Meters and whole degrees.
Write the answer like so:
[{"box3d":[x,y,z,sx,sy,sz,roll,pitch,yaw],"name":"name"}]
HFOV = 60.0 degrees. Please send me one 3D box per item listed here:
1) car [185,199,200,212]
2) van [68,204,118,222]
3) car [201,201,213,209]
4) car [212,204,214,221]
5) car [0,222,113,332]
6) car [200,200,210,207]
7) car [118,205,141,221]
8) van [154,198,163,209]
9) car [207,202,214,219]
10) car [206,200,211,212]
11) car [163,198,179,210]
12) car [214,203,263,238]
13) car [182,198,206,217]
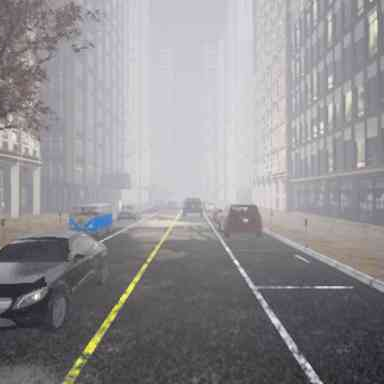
[{"box3d":[0.092,1.899,47.685,2.097,1.767,4.553,0,-1,0],"name":"car"},{"box3d":[-5.694,1.565,19.038,1.690,1.788,3.998,0,-1,0],"name":"van"},{"box3d":[2.691,2.233,58.916,1.947,1.339,4.313,0,-1,0],"name":"car"},{"box3d":[2.688,1.816,24.898,1.752,1.417,4.829,0,-1,0],"name":"car"},{"box3d":[-3.111,1.611,7.126,1.812,1.442,4.674,0,-1,0],"name":"car"},{"box3d":[2.692,2.353,70.312,1.947,1.339,4.313,0,-1,0],"name":"car"},{"box3d":[-5.692,1.906,30.429,2.008,1.369,4.403,0,-1,0],"name":"car"},{"box3d":[-5.691,2.009,58.923,1.690,1.788,3.998,0,-1,0],"name":"van"},{"box3d":[2.688,1.899,30.426,1.887,1.381,4.507,0,-1,0],"name":"car"},{"box3d":[2.690,2.072,47.690,1.752,1.417,4.829,0,-1,0],"name":"car"},{"box3d":[-3.078,2.103,52.442,1.837,1.490,4.892,0,-1,0],"name":"car"},{"box3d":[2.686,1.539,19.033,2.192,1.841,5.009,0,-1,0],"name":"car"},{"box3d":[0.097,1.644,36.623,2.150,2.045,5.566,0,-1,0],"name":"car"}]
